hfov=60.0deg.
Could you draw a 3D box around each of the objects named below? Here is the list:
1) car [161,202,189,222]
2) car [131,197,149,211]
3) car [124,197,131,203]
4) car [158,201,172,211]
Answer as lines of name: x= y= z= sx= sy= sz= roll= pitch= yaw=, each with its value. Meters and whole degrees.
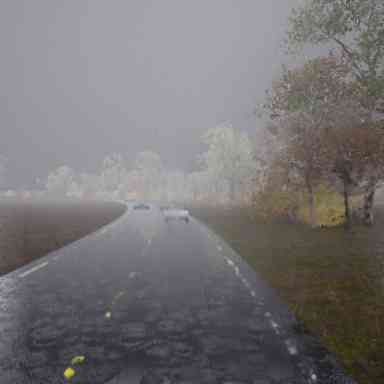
car: x=-1.356 y=1.747 z=27.488 sx=1.895 sy=1.301 sz=4.718 roll=0 pitch=0 yaw=-6
car: x=-6.959 y=1.589 z=45.556 sx=2.097 sy=1.767 sz=4.553 roll=0 pitch=0 yaw=-9
car: x=-15.911 y=1.901 z=83.867 sx=1.882 sy=1.535 sz=5.008 roll=0 pitch=0 yaw=-17
car: x=-3.344 y=1.826 z=43.130 sx=1.895 sy=1.301 sz=4.718 roll=0 pitch=0 yaw=-9
